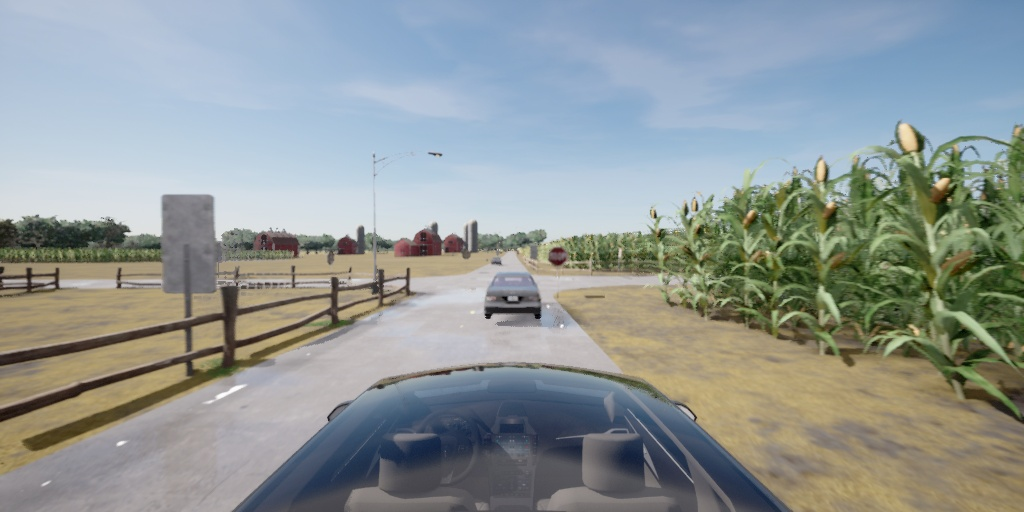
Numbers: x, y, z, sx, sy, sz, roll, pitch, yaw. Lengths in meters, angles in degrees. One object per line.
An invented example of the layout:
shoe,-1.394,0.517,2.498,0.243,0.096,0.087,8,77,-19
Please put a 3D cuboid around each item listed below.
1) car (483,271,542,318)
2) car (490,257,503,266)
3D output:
car,0.044,1.242,12.668,2.033,1.411,5.357,0,0,1
car,-2.683,0.901,62.122,1.837,1.490,4.892,0,1,1
